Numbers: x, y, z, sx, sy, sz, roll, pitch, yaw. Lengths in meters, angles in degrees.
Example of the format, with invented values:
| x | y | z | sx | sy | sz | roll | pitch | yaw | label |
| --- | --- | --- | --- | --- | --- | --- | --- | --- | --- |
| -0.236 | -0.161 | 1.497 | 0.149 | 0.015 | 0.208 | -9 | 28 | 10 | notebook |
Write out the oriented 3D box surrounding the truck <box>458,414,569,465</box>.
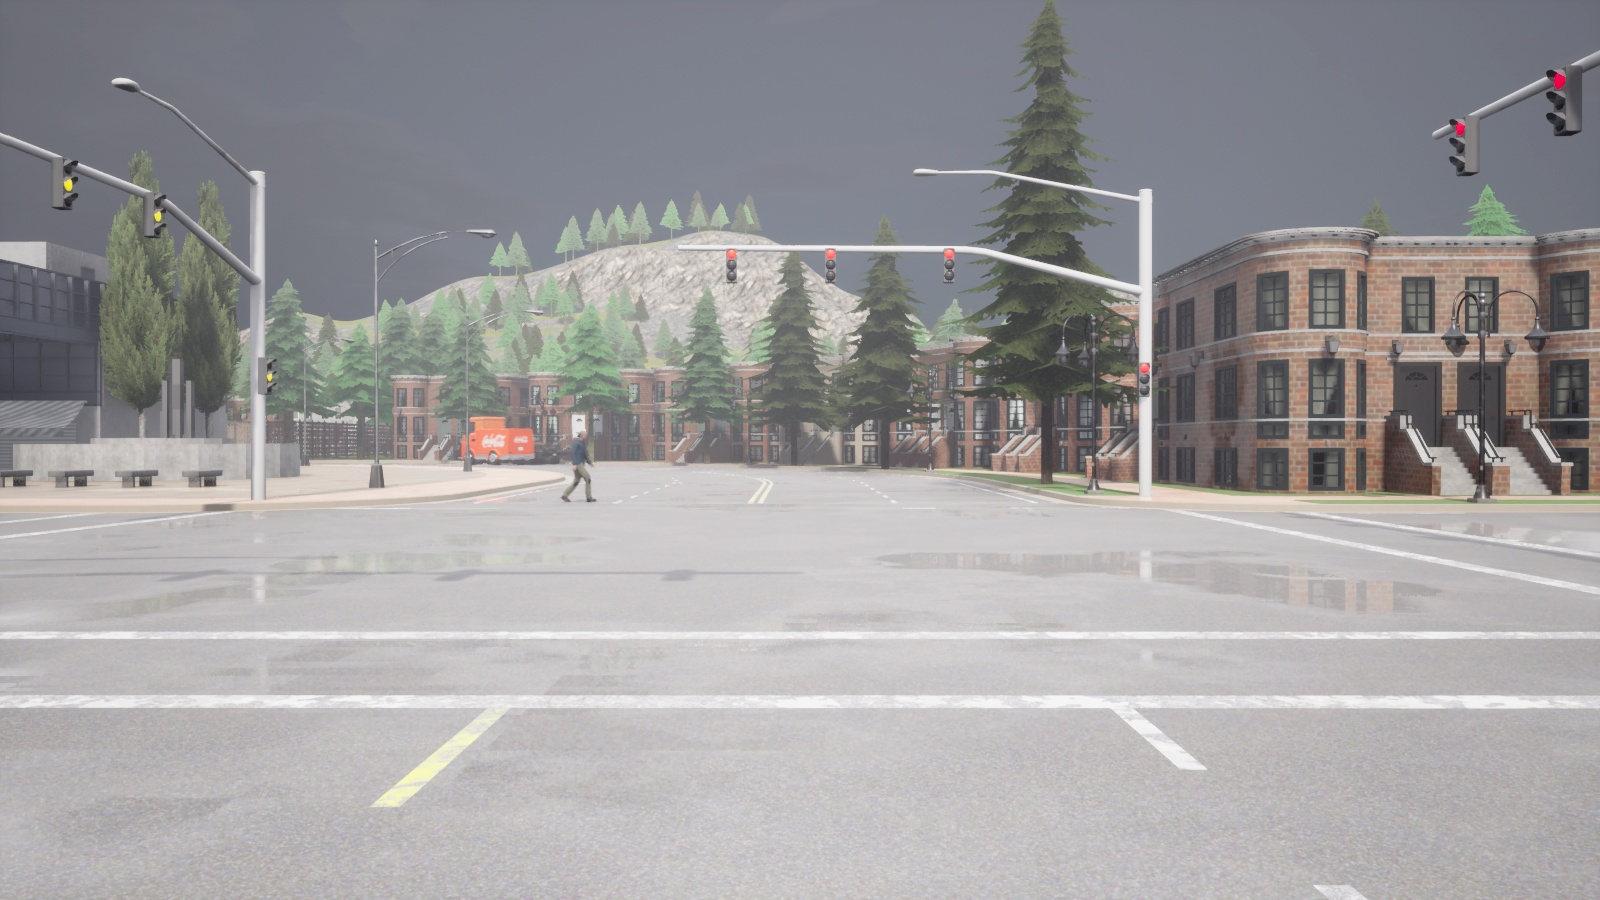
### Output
| x | y | z | sx | sy | sz | roll | pitch | yaw | label |
| --- | --- | --- | --- | --- | --- | --- | --- | --- | --- |
| -20.244 | -0.751 | 88.517 | 7.936 | 3.462 | 2.891 | 0 | 0 | 33 | truck |

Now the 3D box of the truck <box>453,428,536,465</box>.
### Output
| x | y | z | sx | sy | sz | roll | pitch | yaw | label |
| --- | --- | --- | --- | --- | --- | --- | --- | --- | --- |
| -20.615 | -0.234 | 84.582 | 5.204 | 2.467 | 2.627 | 0 | 0 | 35 | truck |

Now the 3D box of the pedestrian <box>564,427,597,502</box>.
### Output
| x | y | z | sx | sy | sz | roll | pitch | yaw | label |
| --- | --- | --- | --- | --- | --- | --- | --- | --- | --- |
| -5.405 | 0.356 | 30.892 | 0.726 | 1.842 | 0.402 | 0 | 0 | 2 | pedestrian |
